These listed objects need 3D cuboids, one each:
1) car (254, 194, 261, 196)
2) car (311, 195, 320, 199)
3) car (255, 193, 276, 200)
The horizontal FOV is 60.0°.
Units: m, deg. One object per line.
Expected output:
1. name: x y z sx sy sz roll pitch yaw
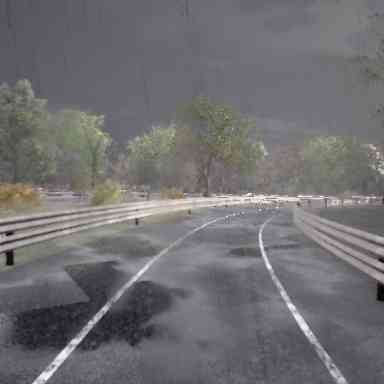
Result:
1. car: 15.145 1.207 77.158 4.674 1.442 1.812 1 1 -31
2. car: 31.053 1.652 82.760 4.892 1.490 1.837 1 1 -31
3. car: 18.464 1.070 83.273 4.902 1.511 2.128 1 1 -31
